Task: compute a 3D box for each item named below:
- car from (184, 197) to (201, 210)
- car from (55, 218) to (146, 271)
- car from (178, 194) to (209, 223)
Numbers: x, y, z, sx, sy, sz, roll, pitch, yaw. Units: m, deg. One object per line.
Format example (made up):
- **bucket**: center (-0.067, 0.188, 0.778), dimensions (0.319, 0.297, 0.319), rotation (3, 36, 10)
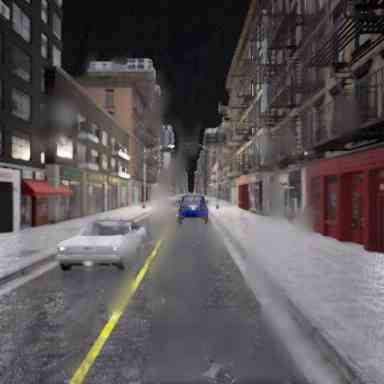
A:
- **car**: center (0.098, 1.415, 43.116), dimensions (2.128, 1.511, 4.902), rotation (0, 0, 0)
- **car**: center (-2.758, 1.595, 11.066), dimensions (1.895, 1.301, 4.718), rotation (0, 0, 0)
- **car**: center (0.097, 1.195, 25.149), dimensions (2.150, 2.045, 5.566), rotation (0, 0, 0)
